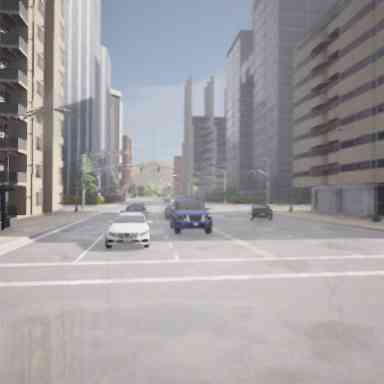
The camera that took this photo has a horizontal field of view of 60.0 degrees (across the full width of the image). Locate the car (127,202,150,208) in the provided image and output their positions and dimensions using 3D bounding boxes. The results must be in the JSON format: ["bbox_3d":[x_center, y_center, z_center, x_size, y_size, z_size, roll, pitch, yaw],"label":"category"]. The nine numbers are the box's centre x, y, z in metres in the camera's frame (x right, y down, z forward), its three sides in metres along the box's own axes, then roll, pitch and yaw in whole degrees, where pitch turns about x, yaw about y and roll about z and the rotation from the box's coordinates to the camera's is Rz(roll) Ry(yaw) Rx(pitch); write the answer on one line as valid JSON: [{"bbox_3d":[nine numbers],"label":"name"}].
[{"bbox_3d":[-4.185,1.764,24.840,2.128,1.511,4.902,0,-1,-8],"label":"car"}]

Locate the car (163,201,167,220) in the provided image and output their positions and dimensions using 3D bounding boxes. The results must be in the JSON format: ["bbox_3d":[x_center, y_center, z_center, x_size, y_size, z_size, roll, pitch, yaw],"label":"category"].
[{"bbox_3d":[-1.650,1.907,31.948,2.033,1.411,5.357,0,-1,-8],"label":"car"}]

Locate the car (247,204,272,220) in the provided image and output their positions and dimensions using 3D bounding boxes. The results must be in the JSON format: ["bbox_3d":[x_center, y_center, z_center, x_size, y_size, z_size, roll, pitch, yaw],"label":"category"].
[{"bbox_3d":[6.642,1.934,32.621,1.882,1.535,5.008,0,-2,6],"label":"car"}]

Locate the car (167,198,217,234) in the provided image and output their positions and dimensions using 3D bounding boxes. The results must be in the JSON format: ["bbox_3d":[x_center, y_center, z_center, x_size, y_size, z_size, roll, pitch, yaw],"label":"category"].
[{"bbox_3d":[-0.163,1.479,21.391,2.150,2.045,5.566,0,-1,-8],"label":"car"}]

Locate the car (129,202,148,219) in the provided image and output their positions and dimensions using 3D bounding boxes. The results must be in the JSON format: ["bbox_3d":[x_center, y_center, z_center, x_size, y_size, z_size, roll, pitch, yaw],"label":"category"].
[{"bbox_3d":[-5.587,1.874,34.929,1.837,1.490,4.892,0,0,-8],"label":"car"}]

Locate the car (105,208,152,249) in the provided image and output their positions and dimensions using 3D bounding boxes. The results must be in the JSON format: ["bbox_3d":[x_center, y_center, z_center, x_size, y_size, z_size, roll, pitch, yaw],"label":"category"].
[{"bbox_3d":[-2.911,1.711,15.842,1.812,1.442,4.674,0,-1,-7],"label":"car"}]
